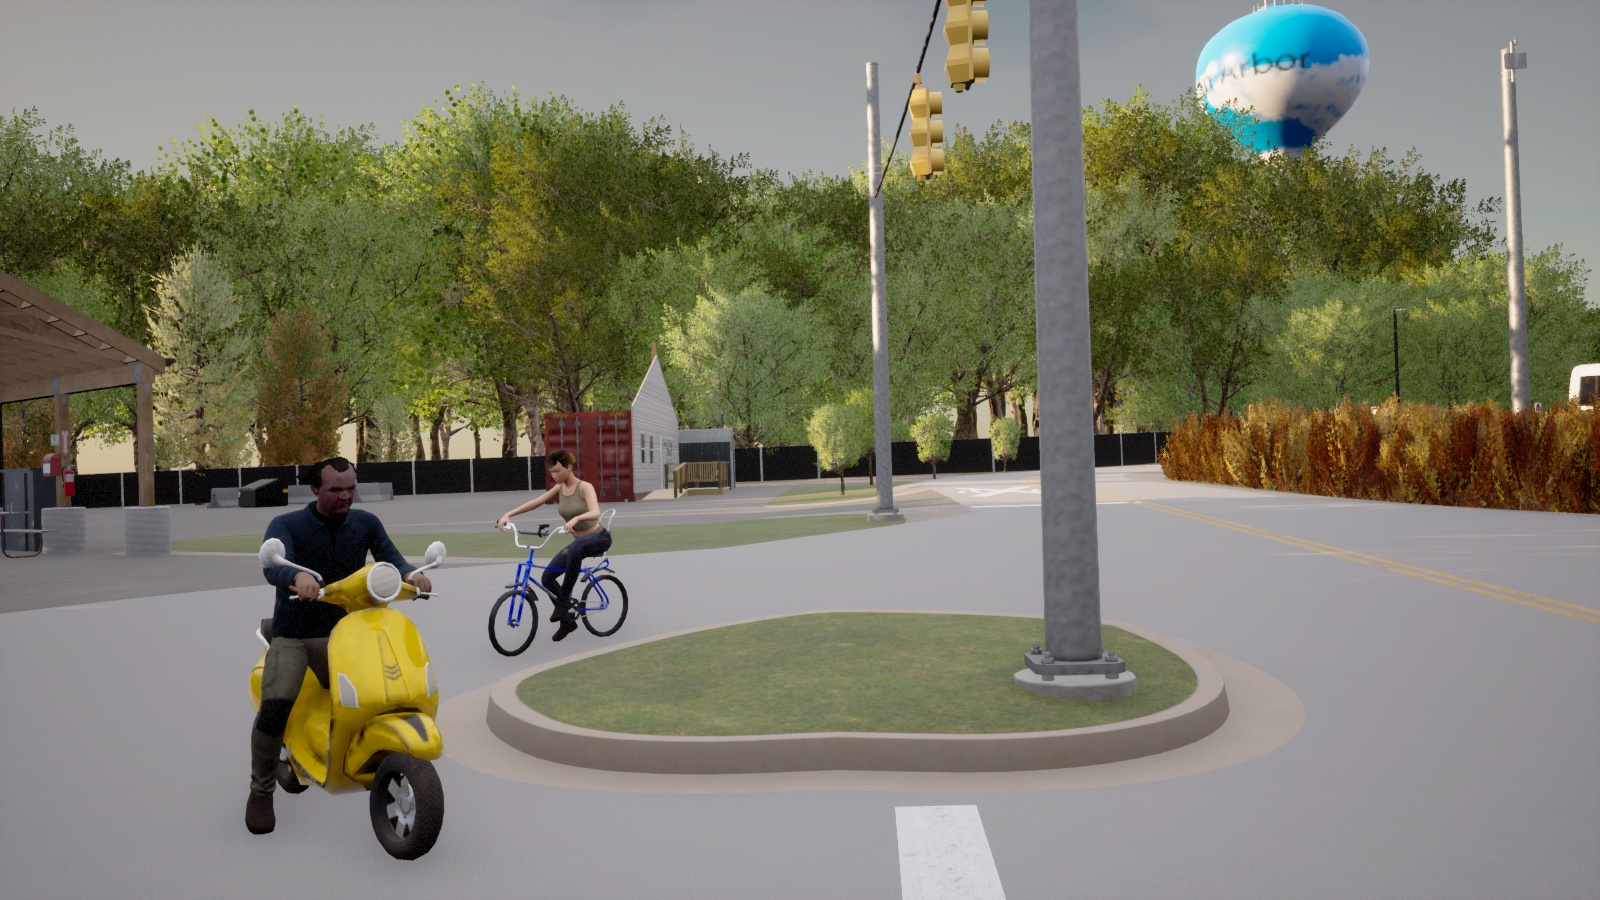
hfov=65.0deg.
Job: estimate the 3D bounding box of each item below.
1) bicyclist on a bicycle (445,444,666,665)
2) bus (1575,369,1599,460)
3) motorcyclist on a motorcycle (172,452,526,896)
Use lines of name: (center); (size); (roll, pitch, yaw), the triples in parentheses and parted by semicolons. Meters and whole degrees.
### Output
bicyclist on a bicycle: (-1.979, 0.793, 10.330); (0.866, 1.612, 1.509); (-1, 2, 39)
bus: (41.924, -1.906, 57.449); (10.273, 4.253, 3.944); (-3, 1, 43)
motorcyclist on a motorcycle: (-2.027, 0.809, 5.479); (0.866, 1.590, 1.817); (0, 0, -40)
